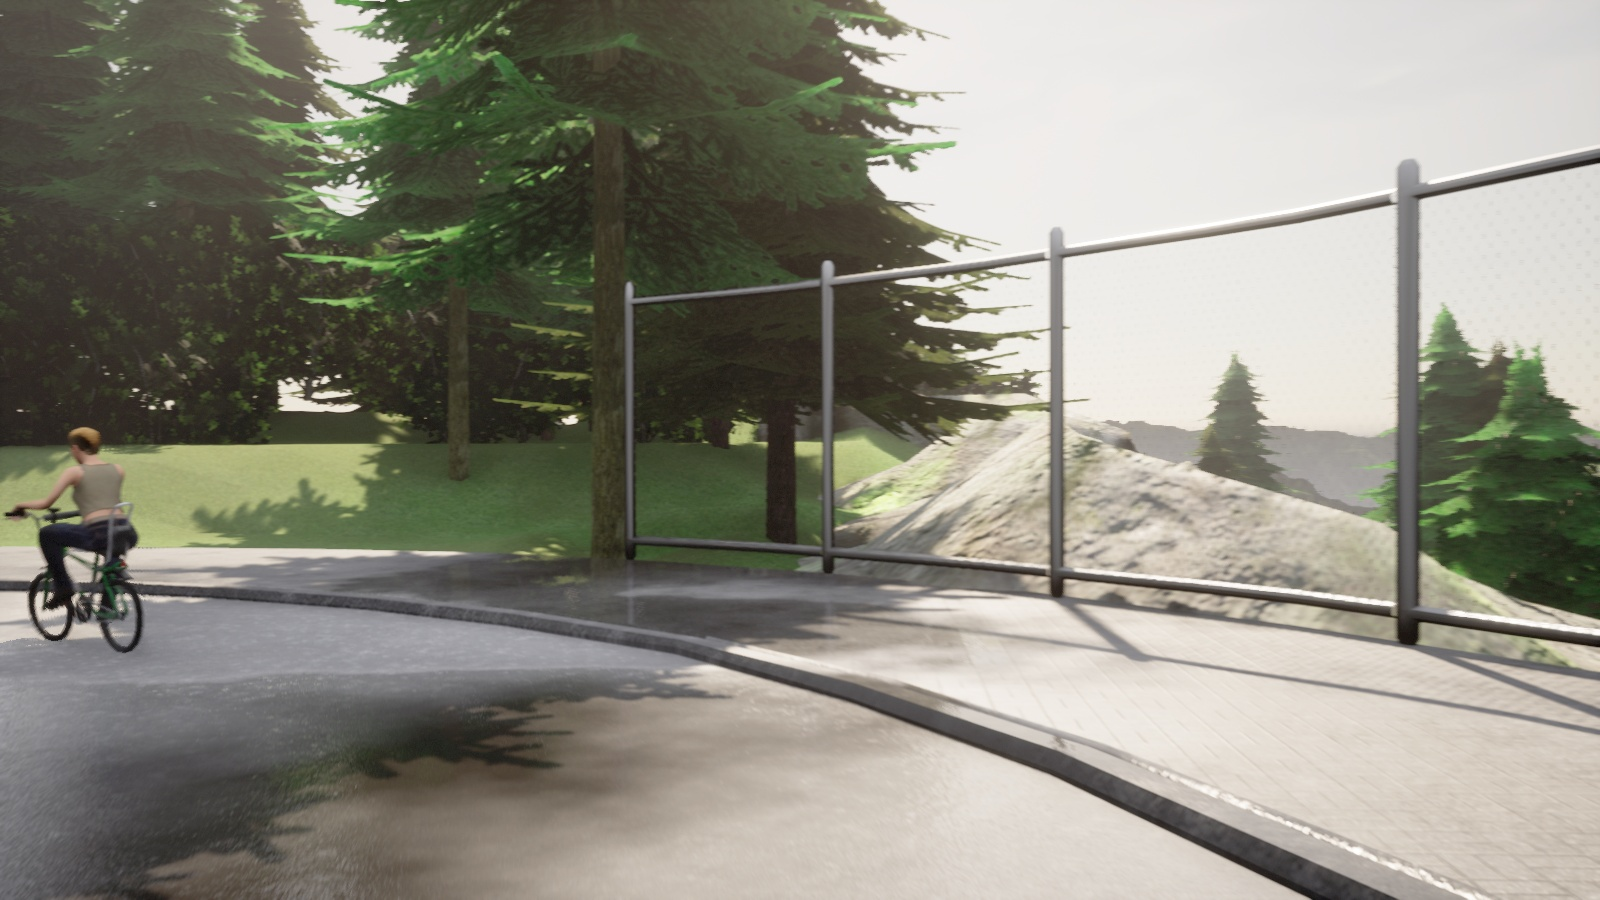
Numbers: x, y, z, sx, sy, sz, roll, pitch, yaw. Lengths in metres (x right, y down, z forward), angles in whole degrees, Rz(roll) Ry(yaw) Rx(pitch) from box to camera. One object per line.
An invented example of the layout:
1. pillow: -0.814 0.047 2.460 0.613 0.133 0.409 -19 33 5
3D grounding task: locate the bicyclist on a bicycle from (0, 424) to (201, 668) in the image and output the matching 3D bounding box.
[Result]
1. bicyclist on a bicycle: -5.239 0.631 9.133 1.509 1.612 0.866 0 2 32
